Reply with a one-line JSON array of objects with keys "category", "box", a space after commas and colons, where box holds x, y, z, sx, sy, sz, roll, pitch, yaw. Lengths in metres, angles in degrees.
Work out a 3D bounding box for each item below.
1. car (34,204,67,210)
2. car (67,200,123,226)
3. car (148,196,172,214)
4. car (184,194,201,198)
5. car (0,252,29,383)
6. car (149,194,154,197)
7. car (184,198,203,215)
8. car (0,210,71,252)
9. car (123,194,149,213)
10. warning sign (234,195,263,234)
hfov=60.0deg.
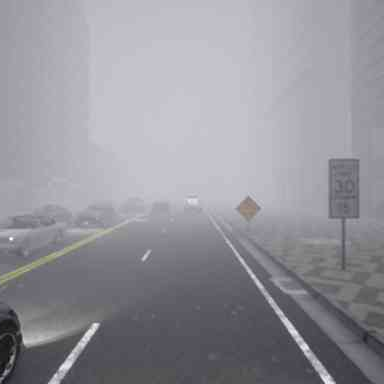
[{"category": "car", "box": [-9.837, 1.560, 23.096, 1.994, 1.385, 4.181, 0, 0, 0]}, {"category": "car", "box": [-6.588, 1.543, 23.359, 2.033, 1.411, 5.357, 0, 0, 0]}, {"category": "car", "box": [-3.136, 1.471, 34.946, 1.882, 1.535, 5.008, 0, 0, 0]}, {"category": "car", "box": [0.036, 1.217, 45.771, 2.150, 2.045, 5.566, 0, 0, 0]}, {"category": "car", "box": [-3.150, 1.564, 2.581, 1.994, 1.385, 4.181, 0, 0, 0]}, {"category": "car", "box": [-9.722, 1.233, 77.021, 2.097, 1.767, 4.553, 0, 0, 0]}, {"category": "car", "box": [0.112, 1.595, 34.373, 1.895, 1.301, 4.718, 0, 0, 0]}, {"category": "car", "box": [-6.588, 1.600, 12.903, 1.895, 1.301, 4.718, 0, 0, 0]}, {"category": "car", "box": [-6.501, 1.344, 37.309, 2.097, 1.767, 4.553, 0, 0, 0]}, {"category": "warning sign", "box": [2.854, 1.113, 16.883, 1.300, 1.860, 1.060, 0, 0, 0]}]
